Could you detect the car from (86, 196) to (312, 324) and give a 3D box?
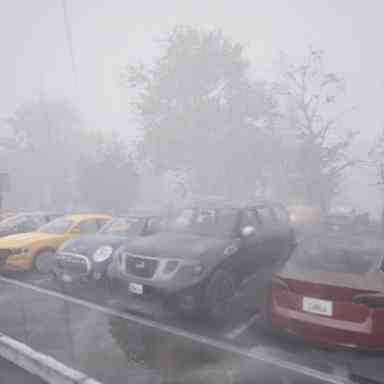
[{"bbox_3d":[0.673,1.241,7.748,2.435,2.045,5.566,0,0,36],"label":"car"}]

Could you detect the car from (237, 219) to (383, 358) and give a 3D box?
[{"bbox_3d":[2.967,1.517,6.182,2.163,1.488,4.792,0,0,36],"label":"car"}]

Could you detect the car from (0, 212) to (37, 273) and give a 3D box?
[{"bbox_3d":[-3.823,1.511,10.999,2.097,1.535,5.008,0,0,36],"label":"car"}]

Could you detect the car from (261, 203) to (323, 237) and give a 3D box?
[{"bbox_3d":[6.097,1.495,19.754,1.946,1.575,5.366,0,0,35],"label":"car"}]

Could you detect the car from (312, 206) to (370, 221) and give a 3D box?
[{"bbox_3d":[8.453,1.493,18.292,2.231,1.521,4.892,0,0,36],"label":"car"}]

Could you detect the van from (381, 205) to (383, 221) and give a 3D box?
[{"bbox_3d":[10.780,1.262,16.783,1.878,1.987,4.442,0,0,36],"label":"van"}]

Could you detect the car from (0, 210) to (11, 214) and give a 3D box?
[{"bbox_3d":[-6.081,1.532,12.608,2.231,1.521,4.892,-1,0,36],"label":"car"}]

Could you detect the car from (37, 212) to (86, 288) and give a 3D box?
[{"bbox_3d":[-1.549,1.374,9.406,2.185,1.767,4.553,0,0,36],"label":"car"}]

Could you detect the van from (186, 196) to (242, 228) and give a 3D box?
[{"bbox_3d":[1.664,1.304,23.288,1.878,1.987,4.442,-1,0,36],"label":"van"}]
